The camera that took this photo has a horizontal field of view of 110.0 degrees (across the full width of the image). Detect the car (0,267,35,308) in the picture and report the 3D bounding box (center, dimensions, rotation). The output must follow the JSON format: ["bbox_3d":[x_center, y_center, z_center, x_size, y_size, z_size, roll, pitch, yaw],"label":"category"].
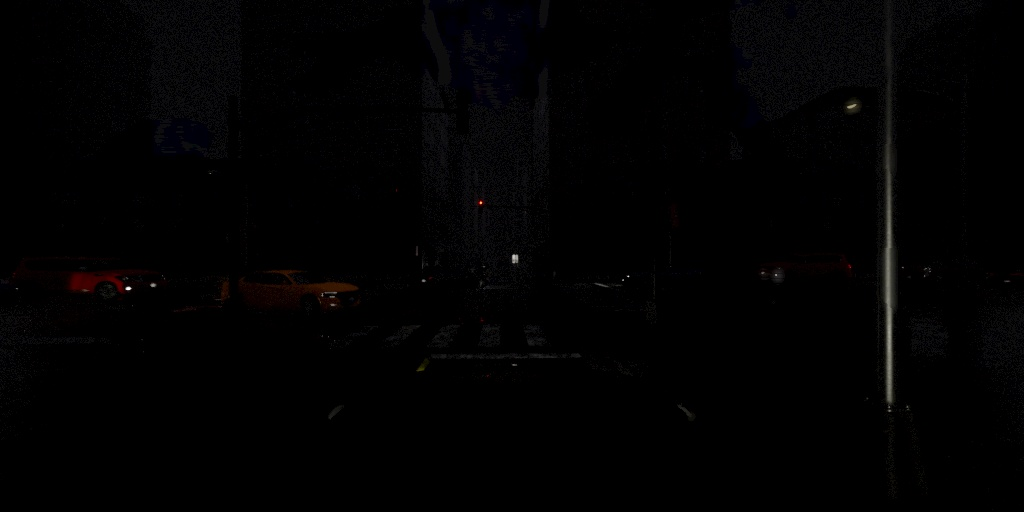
[{"bbox_3d":[-21.992,1.305,13.569,5.008,1.535,1.882,0,0,-2],"label":"car"}]

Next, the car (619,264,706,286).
[{"bbox_3d":[10.222,1.243,24.519,5.357,1.411,2.033,0,0,-2],"label":"car"}]

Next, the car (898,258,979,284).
[{"bbox_3d":[30.072,0.981,25.122,4.553,1.767,2.097,0,0,-2],"label":"car"}]

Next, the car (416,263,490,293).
[{"bbox_3d":[-3.428,1.316,20.869,1.994,1.385,4.181,0,0,44],"label":"car"}]

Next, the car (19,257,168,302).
[{"bbox_3d":[-19.730,1.040,16.891,5.566,2.045,2.150,0,0,-2],"label":"car"}]

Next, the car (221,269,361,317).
[{"bbox_3d":[-8.002,1.248,13.083,5.008,1.535,1.882,0,-1,14],"label":"car"}]

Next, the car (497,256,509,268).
[{"bbox_3d":[-1.540,1.149,64.740,2.097,1.767,4.553,0,0,-1],"label":"car"}]

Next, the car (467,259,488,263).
[{"bbox_3d":[-3.982,1.260,37.514,2.128,1.511,4.902,0,0,-2],"label":"car"}]

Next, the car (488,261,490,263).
[{"bbox_3d":[-4.263,1.284,47.893,1.837,1.490,4.892,0,0,-2],"label":"car"}]

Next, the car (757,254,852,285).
[{"bbox_3d":[20.180,0.883,24.826,5.566,2.045,2.150,0,0,-2],"label":"car"}]

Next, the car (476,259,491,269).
[{"bbox_3d":[-4.542,1.282,58.289,2.128,1.511,4.902,0,0,-1],"label":"car"}]

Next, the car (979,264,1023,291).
[{"bbox_3d":[27.698,1.116,18.356,5.008,1.535,1.882,0,0,-2],"label":"car"}]
